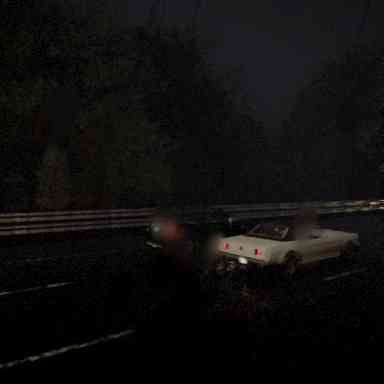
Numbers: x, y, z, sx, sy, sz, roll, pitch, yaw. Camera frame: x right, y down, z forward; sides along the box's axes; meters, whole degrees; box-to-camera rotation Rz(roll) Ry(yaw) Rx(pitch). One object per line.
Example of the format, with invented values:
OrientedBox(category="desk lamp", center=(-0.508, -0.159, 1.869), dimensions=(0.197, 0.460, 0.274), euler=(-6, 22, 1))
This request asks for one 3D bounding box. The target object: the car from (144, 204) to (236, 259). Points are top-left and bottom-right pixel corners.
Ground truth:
OrientedBox(category="car", center=(0.540, 1.318, 12.722), dimensions=(4.553, 1.767, 2.097), euler=(0, 0, -36))

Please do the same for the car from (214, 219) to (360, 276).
OrientedBox(category="car", center=(3.197, 1.565, 10.321), dimensions=(4.718, 1.301, 1.895), euler=(0, 0, -35))
